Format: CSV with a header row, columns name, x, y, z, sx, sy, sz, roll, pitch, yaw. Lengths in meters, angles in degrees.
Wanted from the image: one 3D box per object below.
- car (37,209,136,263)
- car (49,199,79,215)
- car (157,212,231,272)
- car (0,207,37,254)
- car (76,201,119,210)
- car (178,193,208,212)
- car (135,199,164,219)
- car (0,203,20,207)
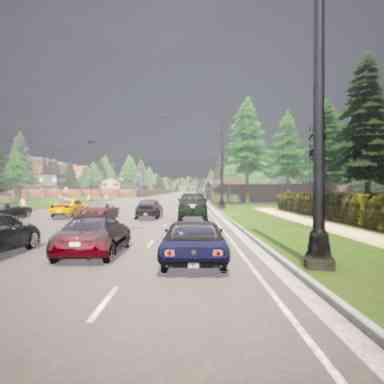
name,x,y,z,sx,sy,sz,roll,pitch,yaw
car,-3.432,1.503,11.776,1.994,1.385,4.181,0,0,0
car,-10.424,1.333,28.531,1.882,1.535,5.008,0,0,0
car,0.061,1.547,10.561,1.895,1.301,4.718,0,0,0
car,-6.932,1.445,11.268,1.837,1.490,4.892,0,-1,0
car,-6.939,1.471,25.550,1.895,1.301,4.718,0,0,0
car,0.062,1.093,25.794,2.150,2.045,5.566,0,1,0
car,-3.430,1.369,27.073,1.837,1.490,4.892,0,1,0
car,-14.260,1.472,25.561,1.895,1.301,4.718,0,0,1
